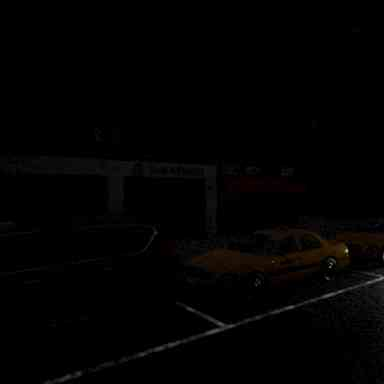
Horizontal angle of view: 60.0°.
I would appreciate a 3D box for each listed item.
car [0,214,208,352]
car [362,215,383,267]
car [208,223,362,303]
[{"bbox_3d":[-2.459,1.314,5.013,5.009,1.841,2.192,0,0,-35],"label":"car"},{"bbox_3d":[6.526,1.508,11.397,4.829,1.417,1.752,0,0,-35],"label":"car"},{"bbox_3d":[1.964,1.516,8.156,4.829,1.417,1.752,0,0,-35],"label":"car"}]
